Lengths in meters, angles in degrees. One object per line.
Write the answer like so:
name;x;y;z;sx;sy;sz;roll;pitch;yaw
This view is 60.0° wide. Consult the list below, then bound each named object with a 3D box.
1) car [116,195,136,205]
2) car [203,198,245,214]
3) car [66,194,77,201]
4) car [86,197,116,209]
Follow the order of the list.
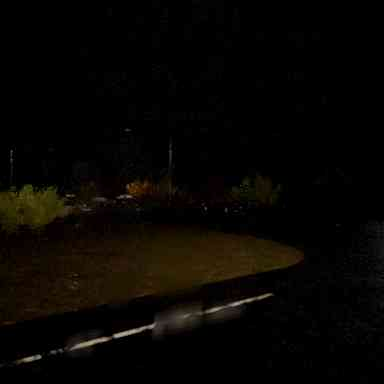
car;-10.378;1.239;51.191;2.128;1.511;4.902;0;0;-37
car;3.107;1.333;33.428;1.882;1.535;5.008;0;0;-37
car;-26.800;1.186;72.825;1.895;1.301;4.718;0;1;-37
car;-11.460;1.372;41.043;1.994;1.385;4.181;0;0;-37
